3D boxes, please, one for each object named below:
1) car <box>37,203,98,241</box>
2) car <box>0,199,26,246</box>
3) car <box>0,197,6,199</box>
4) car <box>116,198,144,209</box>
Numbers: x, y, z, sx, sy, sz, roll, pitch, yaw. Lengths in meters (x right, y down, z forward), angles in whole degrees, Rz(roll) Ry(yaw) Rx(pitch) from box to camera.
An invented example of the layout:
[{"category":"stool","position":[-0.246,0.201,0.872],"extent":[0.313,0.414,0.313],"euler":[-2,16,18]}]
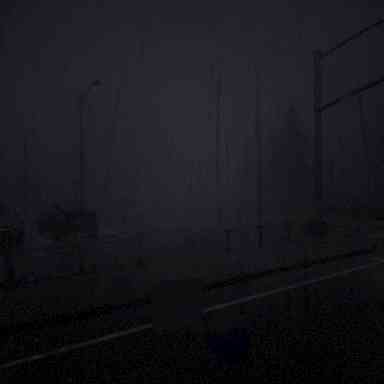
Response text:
[{"category":"car","position":[-5.913,1.294,15.633],"extent":[2.007,1.523,4.514],"euler":[-1,0,-36]},{"category":"car","position":[-8.424,1.319,13.752],"extent":[2.152,1.636,5.027],"euler":[-1,0,-36]},{"category":"car","position":[-21.177,1.329,36.723],"extent":[1.845,1.501,3.633],"euler":[-1,0,-36]},{"category":"car","position":[-7.867,1.405,42.091],"extent":[1.895,1.301,4.718],"euler":[-1,0,-36]}]
